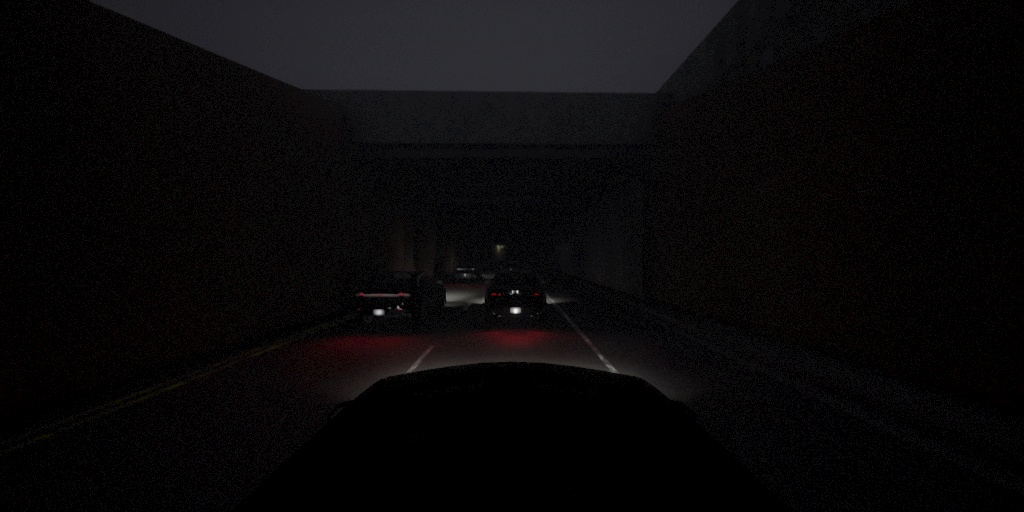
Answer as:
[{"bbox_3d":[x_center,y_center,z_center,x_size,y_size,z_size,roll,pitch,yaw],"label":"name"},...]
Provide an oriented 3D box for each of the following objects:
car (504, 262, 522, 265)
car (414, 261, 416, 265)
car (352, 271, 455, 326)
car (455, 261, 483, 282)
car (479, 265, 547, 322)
[{"bbox_3d":[0.101,1.181,28.505,1.837,1.490,4.892,0,0,0],"label":"car"},{"bbox_3d":[-14.052,1.106,55.242,1.837,1.490,4.892,0,0,0],"label":"car"},{"bbox_3d":[-3.399,1.214,11.578,2.128,1.511,4.902,0,0,0],"label":"car"},{"bbox_3d":[-3.399,1.168,28.418,2.128,1.511,4.902,0,0,0],"label":"car"},{"bbox_3d":[0.101,1.226,12.171,1.837,1.490,4.892,0,0,0],"label":"car"}]
